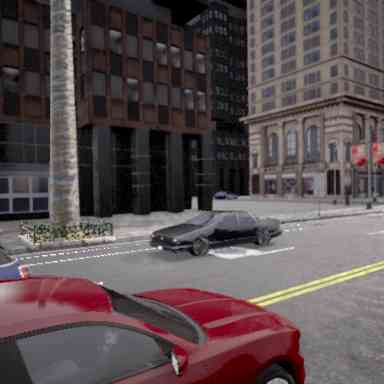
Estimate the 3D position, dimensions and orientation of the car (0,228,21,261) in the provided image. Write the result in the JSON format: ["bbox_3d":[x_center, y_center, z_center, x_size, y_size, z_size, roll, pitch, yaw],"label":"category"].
[{"bbox_3d":[-4.587,1.375,4.407,4.553,1.767,2.097,-1,1,-36],"label":"car"}]

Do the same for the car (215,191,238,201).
[{"bbox_3d":[6.017,0.686,58.116,2.097,1.767,4.553,-1,1,-35],"label":"car"}]

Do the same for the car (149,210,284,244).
[{"bbox_3d":[1.109,1.397,12.480,5.357,1.411,2.033,-1,1,-36],"label":"car"}]

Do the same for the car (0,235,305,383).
[{"bbox_3d":[-1.175,1.469,2.605,5.008,1.535,1.882,-1,1,-36],"label":"car"}]
